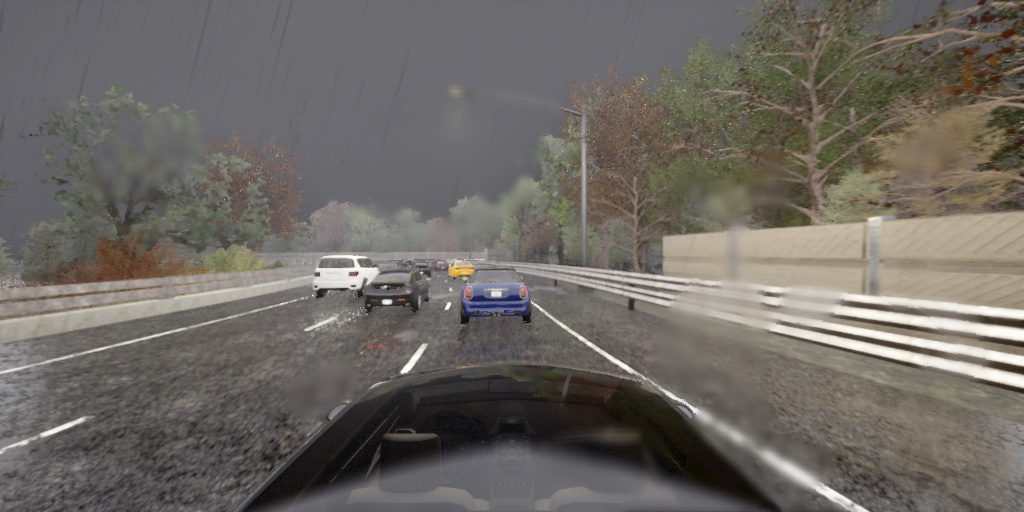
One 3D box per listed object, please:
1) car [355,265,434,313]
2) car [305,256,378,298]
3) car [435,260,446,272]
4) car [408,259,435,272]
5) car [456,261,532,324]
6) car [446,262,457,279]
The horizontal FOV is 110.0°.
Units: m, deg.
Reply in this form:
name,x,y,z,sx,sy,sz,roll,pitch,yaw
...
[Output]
name,x,y,z,sx,sy,sz,roll,pitch,yaw
car,-4.379,1.268,14.202,1.837,1.490,4.892,0,0,-7
car,-8.544,0.999,19.024,2.150,2.045,5.566,0,0,-9
car,-9.322,1.299,46.496,1.812,1.442,4.674,0,0,-21
car,-8.934,1.280,35.021,1.837,1.490,4.892,0,0,-17
car,-0.650,1.102,12.281,2.097,1.767,4.553,0,0,-6
car,-4.578,1.237,32.296,1.882,1.535,5.008,0,0,-15
